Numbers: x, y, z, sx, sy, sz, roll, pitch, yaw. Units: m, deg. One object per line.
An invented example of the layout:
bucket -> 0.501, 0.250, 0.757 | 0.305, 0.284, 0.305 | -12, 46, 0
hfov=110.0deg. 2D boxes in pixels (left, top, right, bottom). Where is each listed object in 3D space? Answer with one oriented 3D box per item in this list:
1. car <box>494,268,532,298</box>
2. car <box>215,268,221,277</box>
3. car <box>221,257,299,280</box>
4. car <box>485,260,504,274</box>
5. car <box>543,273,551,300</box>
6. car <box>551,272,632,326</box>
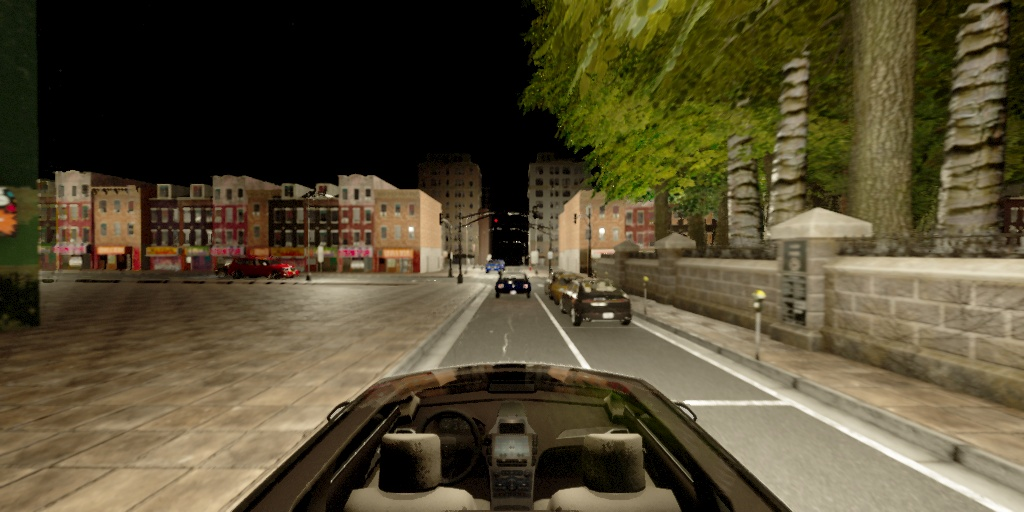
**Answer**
car -> 0.071, 1.546, 19.888 | 1.895, 1.301, 4.718 | 0, -1, 0
car -> -26.550, 1.355, 35.506 | 4.892, 1.490, 1.837 | 1, 1, 0
car -> -22.539, 1.147, 32.564 | 5.566, 2.045, 2.150 | 1, 1, 0
car -> -2.692, 1.549, 52.323 | 2.150, 2.045, 5.566 | 0, -1, 1
car -> 2.683, 1.438, 17.102 | 1.751, 1.417, 4.829 | 0, 0, 0
car -> 2.633, 1.408, 11.941 | 2.007, 1.370, 4.403 | 0, 0, 0
